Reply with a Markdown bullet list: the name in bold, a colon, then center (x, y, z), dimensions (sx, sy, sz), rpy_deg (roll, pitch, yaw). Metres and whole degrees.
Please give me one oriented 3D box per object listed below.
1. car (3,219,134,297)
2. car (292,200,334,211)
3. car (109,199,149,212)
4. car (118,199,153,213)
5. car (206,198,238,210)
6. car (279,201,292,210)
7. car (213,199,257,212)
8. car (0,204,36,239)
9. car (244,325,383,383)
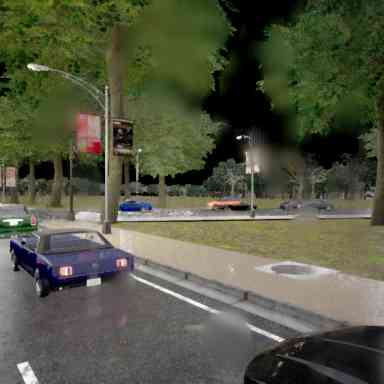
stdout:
- **car**: center (-3.413, 1.601, 8.732), dimensions (1.895, 1.301, 4.718), rpy_deg (0, 0, -38)
- **car**: center (16.134, 1.745, 43.413), dimensions (4.902, 1.511, 2.128), rpy_deg (0, 0, -14)
- **car**: center (-7.747, 1.639, 40.691), dimensions (4.674, 1.442, 1.812), rpy_deg (0, 0, -14)
- **car**: center (-6.964, 1.592, 37.559), dimensions (5.008, 1.535, 1.882), rpy_deg (0, 0, -14)
- **car**: center (4.171, 1.534, 43.737), dimensions (4.553, 1.767, 2.097), rpy_deg (0, 0, -14)
- **car**: center (14.317, 1.810, 46.307), dimensions (4.181, 1.385, 1.994), rpy_deg (0, 0, -14)
- **car**: center (5.467, 1.787, 40.713), dimensions (4.718, 1.301, 1.895), rpy_deg (0, 0, -14)
- **car**: center (-8.891, 1.352, 15.859), dimensions (2.097, 1.767, 4.553), rpy_deg (0, 0, -38)
- **car**: center (2.346, 1.478, 1.248), dimensions (1.882, 1.535, 5.008), rpy_deg (0, 0, -37)
